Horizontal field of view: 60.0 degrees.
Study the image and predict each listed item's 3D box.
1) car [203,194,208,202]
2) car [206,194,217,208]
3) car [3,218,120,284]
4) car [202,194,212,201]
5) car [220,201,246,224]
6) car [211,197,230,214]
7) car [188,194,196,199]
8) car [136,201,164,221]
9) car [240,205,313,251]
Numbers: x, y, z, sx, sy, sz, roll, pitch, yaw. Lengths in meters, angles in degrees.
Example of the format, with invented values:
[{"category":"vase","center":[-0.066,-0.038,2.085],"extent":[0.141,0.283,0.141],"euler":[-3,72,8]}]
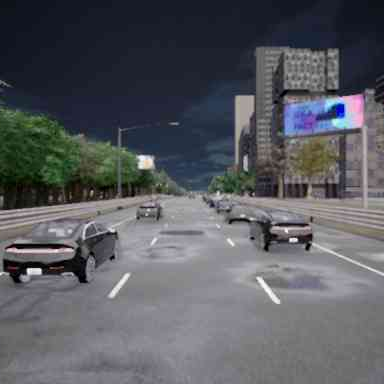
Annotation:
[{"category":"car","center":[3.487,1.240,57.865],"extent":[2.097,1.767,4.553],"euler":[0,0,0]},{"category":"car","center":[3.489,1.449,46.925],"extent":[2.163,1.488,4.792],"euler":[0,0,0]},{"category":"car","center":[-3.401,1.505,9.595],"extent":[2.128,1.511,4.902],"euler":[0,0,0]},{"category":"car","center":[3.493,1.328,79.923],"extent":[2.163,1.488,4.792],"euler":[0,0,0]},{"category":"car","center":[3.494,1.595,24.898],"extent":[1.994,1.385,4.181],"euler":[0,0,0]},{"category":"car","center":[3.492,1.551,35.895],"extent":[2.033,1.411,5.357],"euler":[0,0,0]},{"category":"car","center":[0.000,1.266,89.770],"extent":[1.812,1.442,4.674],"euler":[0,-1,0]},{"category":"car","center":[-3.408,1.522,27.616],"extent":[2.128,1.511,4.902],"euler":[0,0,0]},{"category":"car","center":[3.597,1.512,14.236],"extent":[2.128,1.511,4.902],"euler":[0,0,0]}]
